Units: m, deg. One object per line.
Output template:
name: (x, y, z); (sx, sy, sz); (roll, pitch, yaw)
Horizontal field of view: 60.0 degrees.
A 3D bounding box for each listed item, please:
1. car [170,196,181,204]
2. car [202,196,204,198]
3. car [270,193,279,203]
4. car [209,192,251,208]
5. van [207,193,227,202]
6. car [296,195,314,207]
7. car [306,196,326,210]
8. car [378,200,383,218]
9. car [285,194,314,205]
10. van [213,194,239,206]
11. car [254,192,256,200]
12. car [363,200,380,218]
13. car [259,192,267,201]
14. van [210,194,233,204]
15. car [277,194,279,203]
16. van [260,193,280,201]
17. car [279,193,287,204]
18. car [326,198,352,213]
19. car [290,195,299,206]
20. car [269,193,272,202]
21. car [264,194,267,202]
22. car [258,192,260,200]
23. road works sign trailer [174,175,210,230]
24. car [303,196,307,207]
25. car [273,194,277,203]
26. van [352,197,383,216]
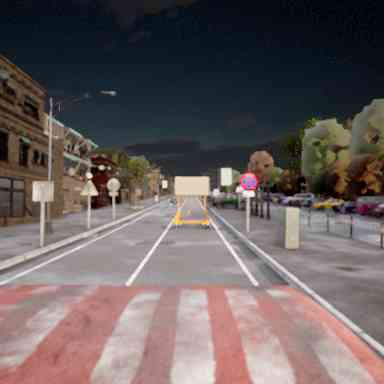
car: (-3.251, 1.564, 65.045); (1.812, 1.442, 4.674); (0, 0, 1)
car: (5.686, 1.170, 80.004); (5.566, 2.045, 2.435); (0, 1, 0)
car: (18.993, 1.537, 66.704); (5.366, 1.575, 1.946); (0, 0, 0)
car: (5.720, 1.363, 49.162); (5.566, 2.045, 2.435); (0, 0, 0)
van: (5.834, 1.228, 77.204); (4.442, 1.987, 1.878); (0, 1, 0)
car: (18.833, 1.612, 50.047); (4.892, 1.521, 2.231); (0, 0, 0)
car: (18.647, 1.630, 44.496); (5.366, 1.575, 1.946); (0, 0, 0)
car: (18.846, 1.697, 27.842); (5.008, 1.535, 2.097); (0, 0, 0)
car: (18.826, 1.590, 55.599); (5.008, 1.535, 2.097); (0, 0, 0)
van: (5.855, 1.357, 57.572); (4.442, 1.987, 1.878); (0, 0, 0)
car: (18.976, 1.379, 83.361); (5.366, 1.575, 1.946); (0, 1, 0)
car: (18.845, 1.726, 30.620); (4.674, 1.452, 2.002); (0, 0, 0)
car: (18.771, 1.223, 75.031); (5.566, 2.045, 2.435); (0, 1, 0)
van: (5.846, 1.318, 65.984); (4.442, 1.987, 1.878); (0, 0, 0)
car: (18.808, 1.570, 61.149); (4.892, 1.521, 2.231); (0, 0, 0)
van: (18.910, 1.189, 80.584); (4.442, 1.987, 1.878); (0, 1, 0)
car: (18.789, 1.328, 58.373); (5.566, 2.045, 2.435); (0, 0, 0)
car: (18.810, 1.684, 38.945); (4.792, 1.488, 2.163); (0, 0, 0)
car: (18.829, 1.601, 52.823); (5.008, 1.535, 2.097); (0, 0, 0)
car: (18.776, 1.554, 69.476); (4.792, 1.488, 2.163); (0, 1, 0)
car: (18.831, 1.529, 72.259); (4.792, 1.488, 2.163); (0, 1, 0)
car: (18.825, 1.196, 77.808); (5.566, 2.045, 2.435); (0, 1, 0)
road works sign trailer: (-0.001, 0.653, 22.440); (2.380, 3.560, 2.880); (0, 0, 0)
car: (18.859, 1.652, 47.272); (4.792, 1.488, 2.163); (0, 0, 0)
car: (18.806, 1.556, 63.927); (5.008, 1.535, 2.097); (0, 0, 0)
van: (18.961, 1.450, 33.394); (4.442, 1.987, 1.878); (0, 0, 0)
